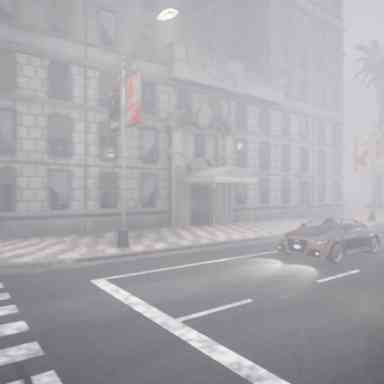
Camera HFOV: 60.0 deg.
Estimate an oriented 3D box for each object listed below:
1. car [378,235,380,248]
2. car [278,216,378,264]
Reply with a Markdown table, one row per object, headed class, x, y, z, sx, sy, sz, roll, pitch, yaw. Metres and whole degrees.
| class | x | y | z | sx | sy | sz | roll | pitch | yaw |
| --- | --- | --- | --- | --- | --- | --- | --- | --- | --- |
| car | 8.037 | 1.256 | 9.987 | 5.566 | 2.045 | 2.150 | 0 | 0 | -38 |
| car | 5.041 | 1.607 | 12.115 | 4.181 | 1.385 | 1.994 | 0 | 0 | -37 |
